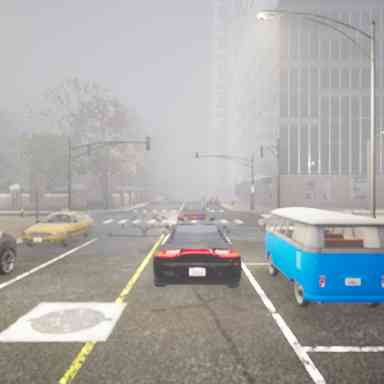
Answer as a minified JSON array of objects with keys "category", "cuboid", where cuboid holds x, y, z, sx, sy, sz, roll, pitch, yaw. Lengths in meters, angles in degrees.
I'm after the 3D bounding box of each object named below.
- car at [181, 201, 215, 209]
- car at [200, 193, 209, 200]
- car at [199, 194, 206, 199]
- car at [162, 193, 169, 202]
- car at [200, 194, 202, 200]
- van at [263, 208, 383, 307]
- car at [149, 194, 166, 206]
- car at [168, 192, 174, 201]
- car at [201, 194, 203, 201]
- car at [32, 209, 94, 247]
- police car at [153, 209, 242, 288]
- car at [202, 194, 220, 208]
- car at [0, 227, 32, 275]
[{"category":"car","cuboid":[0.157,1.489,20.422,1.994,1.385,4.181,0,0,0]},{"category":"car","cuboid":[2.913,1.140,79.817,1.967,1.590,4.097,0,0,0]},{"category":"car","cuboid":[2.945,1.169,91.353,1.752,1.417,4.829,0,0,0]},{"category":"car","cuboid":[-5.532,1.343,57.116,2.008,1.369,4.403,0,0,0]},{"category":"car","cuboid":[2.897,1.291,74.137,1.947,1.339,4.313,0,0,0]},{"category":"van","cuboid":[2.794,1.313,7.606,1.690,1.788,3.998,0,0,0]},{"category":"car","cuboid":[-5.547,1.358,51.433,1.887,1.381,4.507,0,0,0]},{"category":"car","cuboid":[-5.499,1.064,68.481,2.192,1.841,5.009,0,0,0]},{"category":"car","cuboid":[2.833,1.379,51.413,1.947,1.339,4.313,0,0,0]},{"category":"car","cuboid":[-5.778,1.472,14.863,1.752,1.417,4.829,0,0,0]},{"category":"police car","cuboid":[0.121,1.467,9.230,2.038,1.542,4.974,0,0,0]},{"category":"car","cuboid":[2.818,1.274,45.732,1.967,1.590,4.097,0,0,0]},{"category":"car","cuboid":[-5.749,1.539,7.629,1.947,1.339,4.313,0,0,0]}]
